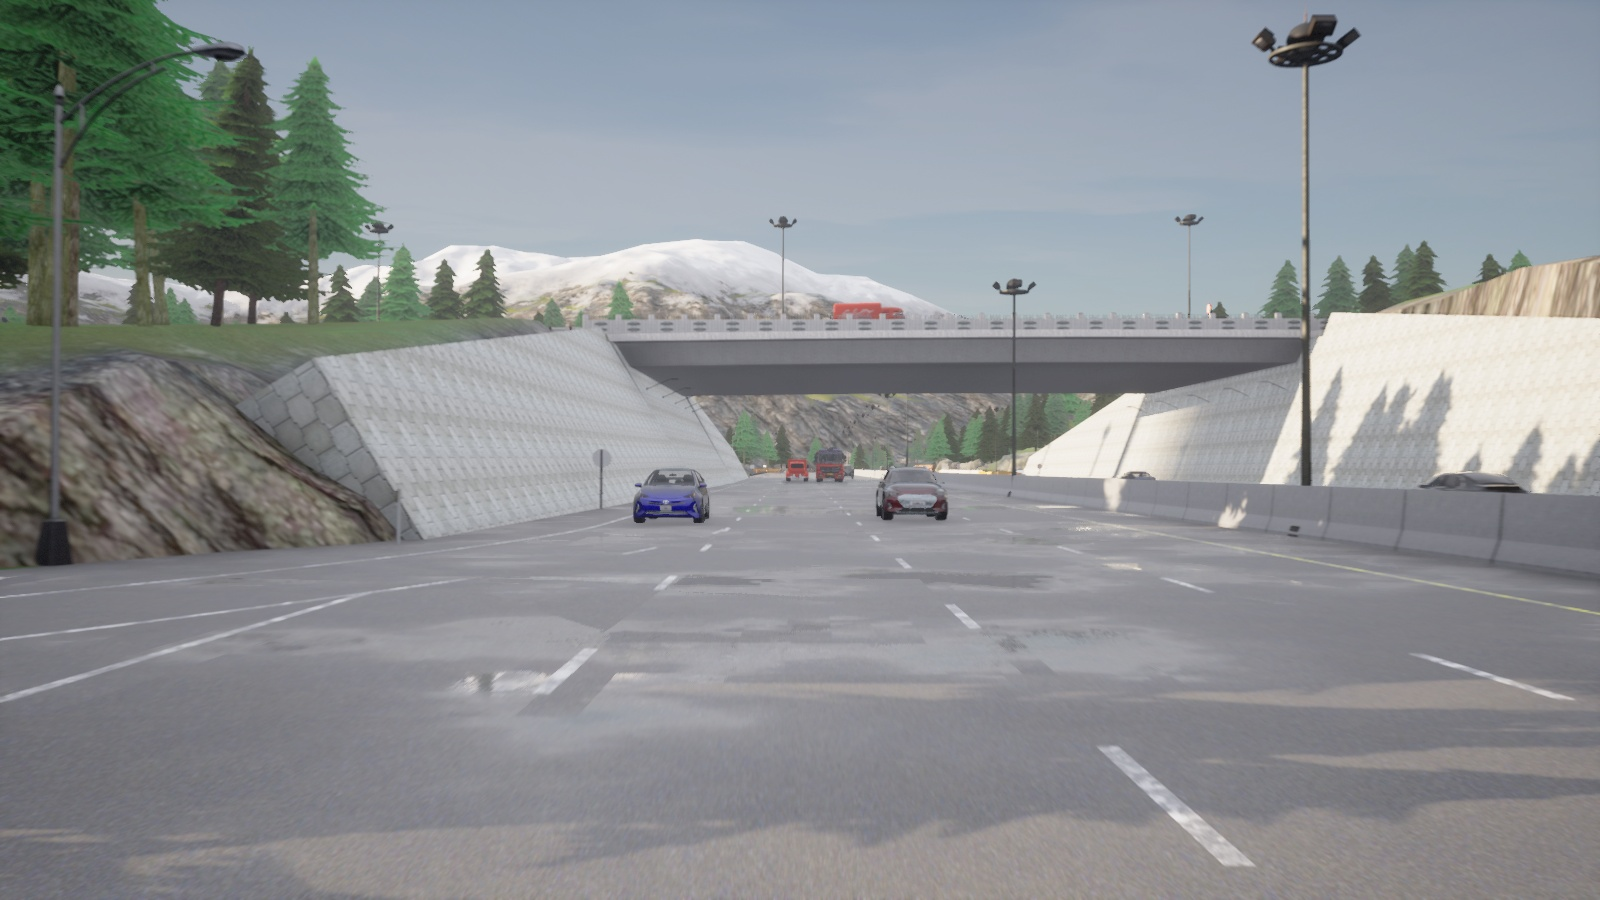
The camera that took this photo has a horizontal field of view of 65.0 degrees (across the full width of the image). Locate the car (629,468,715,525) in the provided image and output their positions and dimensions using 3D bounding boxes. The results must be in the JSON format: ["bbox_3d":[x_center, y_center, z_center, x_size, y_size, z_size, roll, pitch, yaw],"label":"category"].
[{"bbox_3d":[-3.594,1.279,36.025,2.007,1.525,4.514,0,-1,0],"label":"car"}]

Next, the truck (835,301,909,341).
[{"bbox_3d":[5.142,-9.287,90.561,5.204,2.467,2.627,-1,-1,0],"label":"truck"}]

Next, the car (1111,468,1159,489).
[{"bbox_3d":[24.283,2.045,91.199,2.033,1.411,5.357,0,-1,0],"label":"car"}]

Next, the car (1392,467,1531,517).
[{"bbox_3d":[20.905,1.294,39.950,1.837,1.490,4.892,0,-1,0],"label":"car"}]

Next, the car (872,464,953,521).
[{"bbox_3d":[3.407,1.275,38.890,2.033,1.649,4.856,0,-1,0],"label":"car"}]
